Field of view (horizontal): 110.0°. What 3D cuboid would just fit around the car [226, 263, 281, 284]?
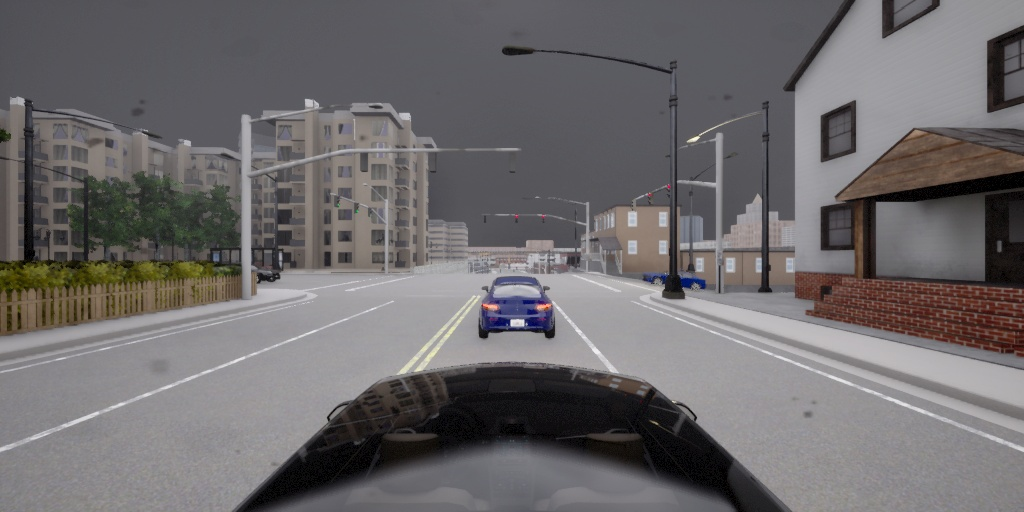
[{"bbox_3d":[-19.814,1.255,26.510,4.892,1.490,1.837,0,0,1],"label":"car"}]

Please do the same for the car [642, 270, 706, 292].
[{"bbox_3d":[13.382,1.913,29.722,5.008,1.535,1.882,9,0,1],"label":"car"}]

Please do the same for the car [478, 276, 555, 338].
[{"bbox_3d":[0.110,1.276,10.013,1.812,1.442,4.674,0,0,0],"label":"car"}]
